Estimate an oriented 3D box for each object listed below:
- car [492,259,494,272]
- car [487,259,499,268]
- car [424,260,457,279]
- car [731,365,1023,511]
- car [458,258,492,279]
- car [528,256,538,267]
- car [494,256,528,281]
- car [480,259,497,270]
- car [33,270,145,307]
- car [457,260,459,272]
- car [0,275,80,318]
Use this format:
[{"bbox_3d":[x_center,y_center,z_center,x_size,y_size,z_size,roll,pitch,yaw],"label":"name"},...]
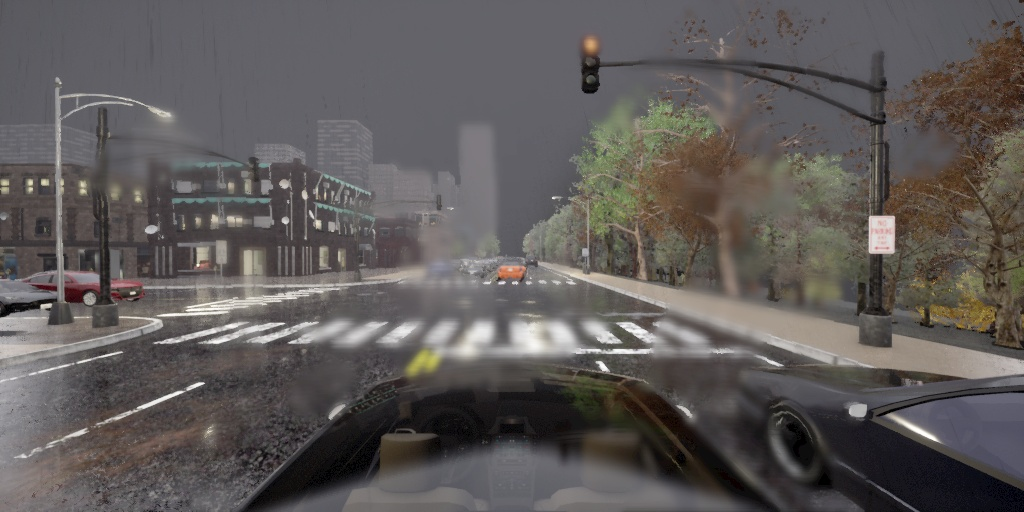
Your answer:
[{"bbox_3d":[-3.292,1.228,42.373,2.128,1.511,4.902,0,0,0],"label":"car"},{"bbox_3d":[-3.240,1.253,61.777,1.812,1.442,4.674,0,0,1],"label":"car"},{"bbox_3d":[-6.557,1.266,32.981,1.812,1.442,4.674,0,0,0],"label":"car"},{"bbox_3d":[3.350,1.297,1.504,2.033,1.411,5.357,0,0,0],"label":"car"},{"bbox_3d":[-3.305,1.232,32.968,2.128,1.511,4.902,0,0,0],"label":"car"},{"bbox_3d":[3.428,0.948,64.252,2.150,2.045,5.566,0,0,0],"label":"car"},{"bbox_3d":[0.010,1.094,29.844,2.097,1.767,4.553,0,0,4],"label":"car"},{"bbox_3d":[-3.278,1.224,51.776,2.128,1.511,4.902,0,0,0],"label":"car"},{"bbox_3d":[-19.821,1.448,16.386,5.008,1.535,1.882,-1,1,0],"label":"car"},{"bbox_3d":[-6.543,1.241,42.241,1.837,1.490,4.892,0,0,0],"label":"car"},{"bbox_3d":[-19.932,1.565,13.681,4.313,1.339,1.948,0,0,0],"label":"car"}]
